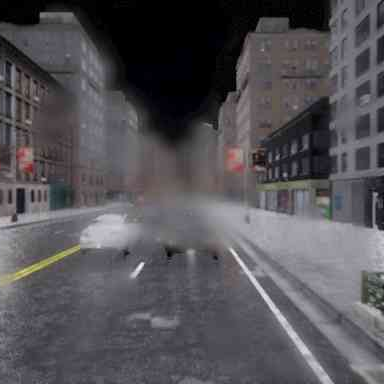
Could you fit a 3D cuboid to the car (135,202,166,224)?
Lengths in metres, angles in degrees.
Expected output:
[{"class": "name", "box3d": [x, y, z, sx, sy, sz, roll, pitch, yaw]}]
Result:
[{"class": "car", "box3d": [-3.233, 1.816, 27.515, 2.033, 1.411, 5.357, 0, -1, 0]}]

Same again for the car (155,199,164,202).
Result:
[{"class": "car", "box3d": [-6.499, 2.124, 65.681, 1.882, 1.535, 5.008, 0, 0, 0]}]

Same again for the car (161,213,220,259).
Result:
[{"class": "car", "box3d": [0.023, 1.730, 13.247, 1.895, 1.301, 4.718, 0, -1, 1]}]

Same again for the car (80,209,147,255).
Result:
[{"class": "car", "box3d": [-3.221, 1.660, 13.896, 1.812, 1.442, 4.674, 0, 0, 1]}]

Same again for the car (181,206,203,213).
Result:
[{"class": "car", "box3d": [0.026, 1.876, 28.241, 1.895, 1.301, 4.718, 0, -1, 1]}]

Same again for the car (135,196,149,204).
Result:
[{"class": "car", "box3d": [-9.745, 1.865, 65.560, 2.150, 2.045, 5.566, 0, 0, 0]}]
